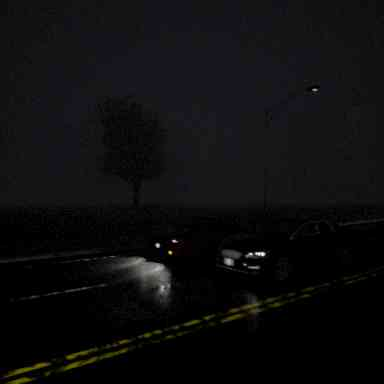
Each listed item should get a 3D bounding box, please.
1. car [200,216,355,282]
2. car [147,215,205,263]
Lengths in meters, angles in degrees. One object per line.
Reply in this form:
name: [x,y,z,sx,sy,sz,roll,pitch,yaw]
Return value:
car: [2.901,1.498,9.849,4.902,1.511,2.128,0,0,-36]
car: [0.486,1.571,12.111,4.181,1.385,1.994,0,0,-36]
